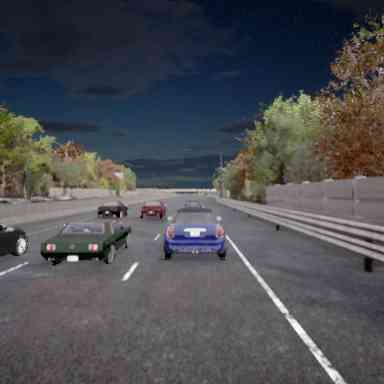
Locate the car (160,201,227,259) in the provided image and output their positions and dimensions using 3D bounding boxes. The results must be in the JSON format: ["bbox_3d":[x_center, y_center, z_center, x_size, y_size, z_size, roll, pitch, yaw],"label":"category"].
[{"bbox_3d":[0.100,1.364,12.809,2.097,1.767,4.553,0,0,0],"label":"car"}]

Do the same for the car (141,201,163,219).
[{"bbox_3d":[-3.394,1.520,30.060,1.882,1.535,5.008,0,0,0],"label":"car"}]

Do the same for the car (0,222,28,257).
[{"bbox_3d":[-6.899,1.513,10.203,1.837,1.490,4.892,0,0,0],"label":"car"}]

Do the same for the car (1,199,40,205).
[{"bbox_3d":[-17.503,1.560,35.033,1.837,1.490,4.892,0,-1,0],"label":"car"}]

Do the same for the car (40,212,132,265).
[{"bbox_3d":[-3.395,1.611,11.705,1.895,1.301,4.718,0,0,0],"label":"car"}]

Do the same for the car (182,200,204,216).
[{"bbox_3d":[0.106,1.598,34.484,2.033,1.411,5.357,0,0,0],"label":"car"}]

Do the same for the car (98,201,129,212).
[{"bbox_3d":[-6.893,1.519,29.485,1.882,1.535,5.008,0,0,0],"label":"car"}]

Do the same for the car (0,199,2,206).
[{"bbox_3d":[-20.998,1.564,35.581,1.837,1.490,4.892,0,-1,0],"label":"car"}]
